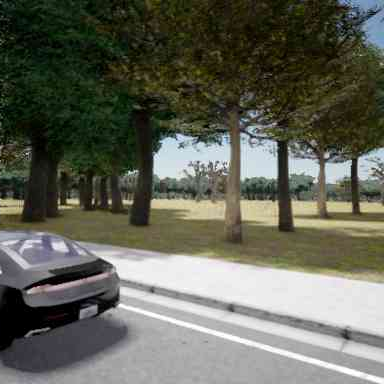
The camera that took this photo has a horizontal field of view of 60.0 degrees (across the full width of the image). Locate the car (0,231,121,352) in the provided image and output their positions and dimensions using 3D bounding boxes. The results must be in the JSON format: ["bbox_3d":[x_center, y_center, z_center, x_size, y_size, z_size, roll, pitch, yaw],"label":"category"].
[{"bbox_3d":[-3.443,1.487,6.140,4.902,1.511,2.128,0,0,35],"label":"car"}]
